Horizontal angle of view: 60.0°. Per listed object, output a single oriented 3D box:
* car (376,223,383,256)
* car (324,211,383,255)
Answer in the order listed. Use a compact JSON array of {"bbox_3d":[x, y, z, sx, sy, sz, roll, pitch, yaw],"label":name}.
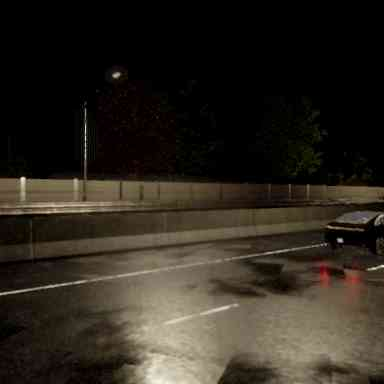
[{"bbox_3d":[7.554,1.578,9.230,5.357,1.411,2.033,0,0,-35],"label":"car"},{"bbox_3d":[7.314,1.529,13.331,4.902,1.511,2.128,0,0,-35],"label":"car"}]
